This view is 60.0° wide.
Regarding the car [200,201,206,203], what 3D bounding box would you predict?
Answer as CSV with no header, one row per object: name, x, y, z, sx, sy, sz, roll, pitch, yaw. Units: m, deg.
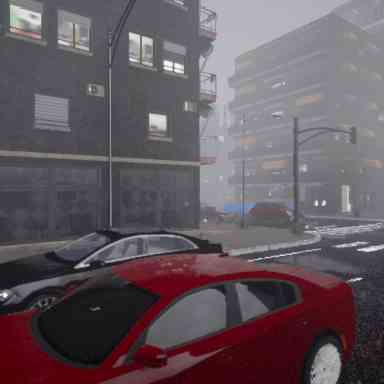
car,0.695,1.707,34.586,2.097,1.767,4.553,0,-1,-36

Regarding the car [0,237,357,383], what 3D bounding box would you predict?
car,-0.282,1.477,3.481,5.008,1.535,1.882,0,0,-35

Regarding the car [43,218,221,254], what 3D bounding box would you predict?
car,-1.492,1.492,6.609,4.902,1.511,2.128,0,0,-35

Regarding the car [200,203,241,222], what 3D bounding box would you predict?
car,1.852,1.874,28.654,1.802,1.307,4.206,-1,0,-36

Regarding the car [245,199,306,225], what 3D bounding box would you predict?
car,6.682,1.574,26.417,2.097,1.767,4.553,0,-1,-36

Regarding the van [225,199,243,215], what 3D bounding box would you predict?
van,5.297,1.676,38.079,1.690,1.788,3.998,-1,0,-36

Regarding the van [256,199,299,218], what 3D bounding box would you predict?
van,8.603,1.602,33.556,1.690,1.788,3.998,-1,0,-36
